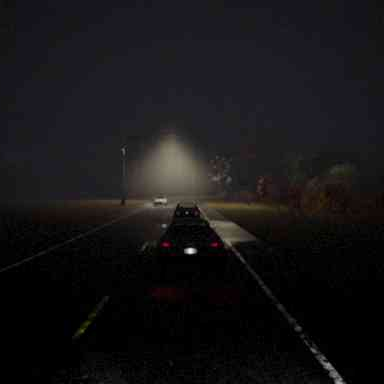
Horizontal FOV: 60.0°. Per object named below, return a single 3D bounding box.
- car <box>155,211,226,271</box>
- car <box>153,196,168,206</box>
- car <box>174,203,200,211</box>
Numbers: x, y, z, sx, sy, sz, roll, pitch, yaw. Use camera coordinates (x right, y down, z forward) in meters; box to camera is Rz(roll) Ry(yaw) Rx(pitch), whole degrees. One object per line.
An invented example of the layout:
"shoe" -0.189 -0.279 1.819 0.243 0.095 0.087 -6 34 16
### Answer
"car" -0.063 1.512 10.716 1.994 1.385 4.181 0 0 -1
"car" -4.538 1.284 48.402 1.812 1.442 4.674 0 1 -1
"car" -0.371 1.478 25.261 1.895 1.301 4.718 0 0 -1
